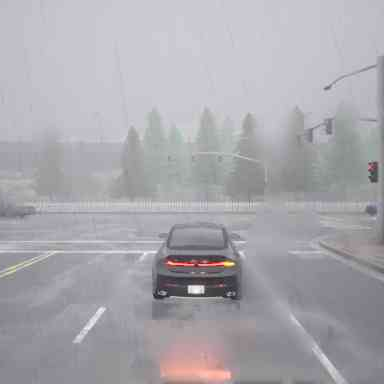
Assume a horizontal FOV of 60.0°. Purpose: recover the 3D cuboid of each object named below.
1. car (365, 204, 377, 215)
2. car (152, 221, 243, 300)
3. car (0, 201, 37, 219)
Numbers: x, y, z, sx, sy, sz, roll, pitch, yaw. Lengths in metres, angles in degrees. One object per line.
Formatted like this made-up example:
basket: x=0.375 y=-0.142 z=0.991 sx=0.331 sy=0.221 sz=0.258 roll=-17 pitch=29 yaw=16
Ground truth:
car: x=18.735 y=1.422 z=30.775 sx=5.008 sy=1.535 sz=1.882 roll=0 pitch=0 yaw=1
car: x=0.172 y=1.505 z=8.401 sx=1.837 sy=1.490 sz=4.892 roll=0 pitch=0 yaw=2
car: x=-15.764 y=1.493 z=27.526 sx=5.357 sy=1.411 sz=2.033 roll=0 pitch=0 yaw=0
